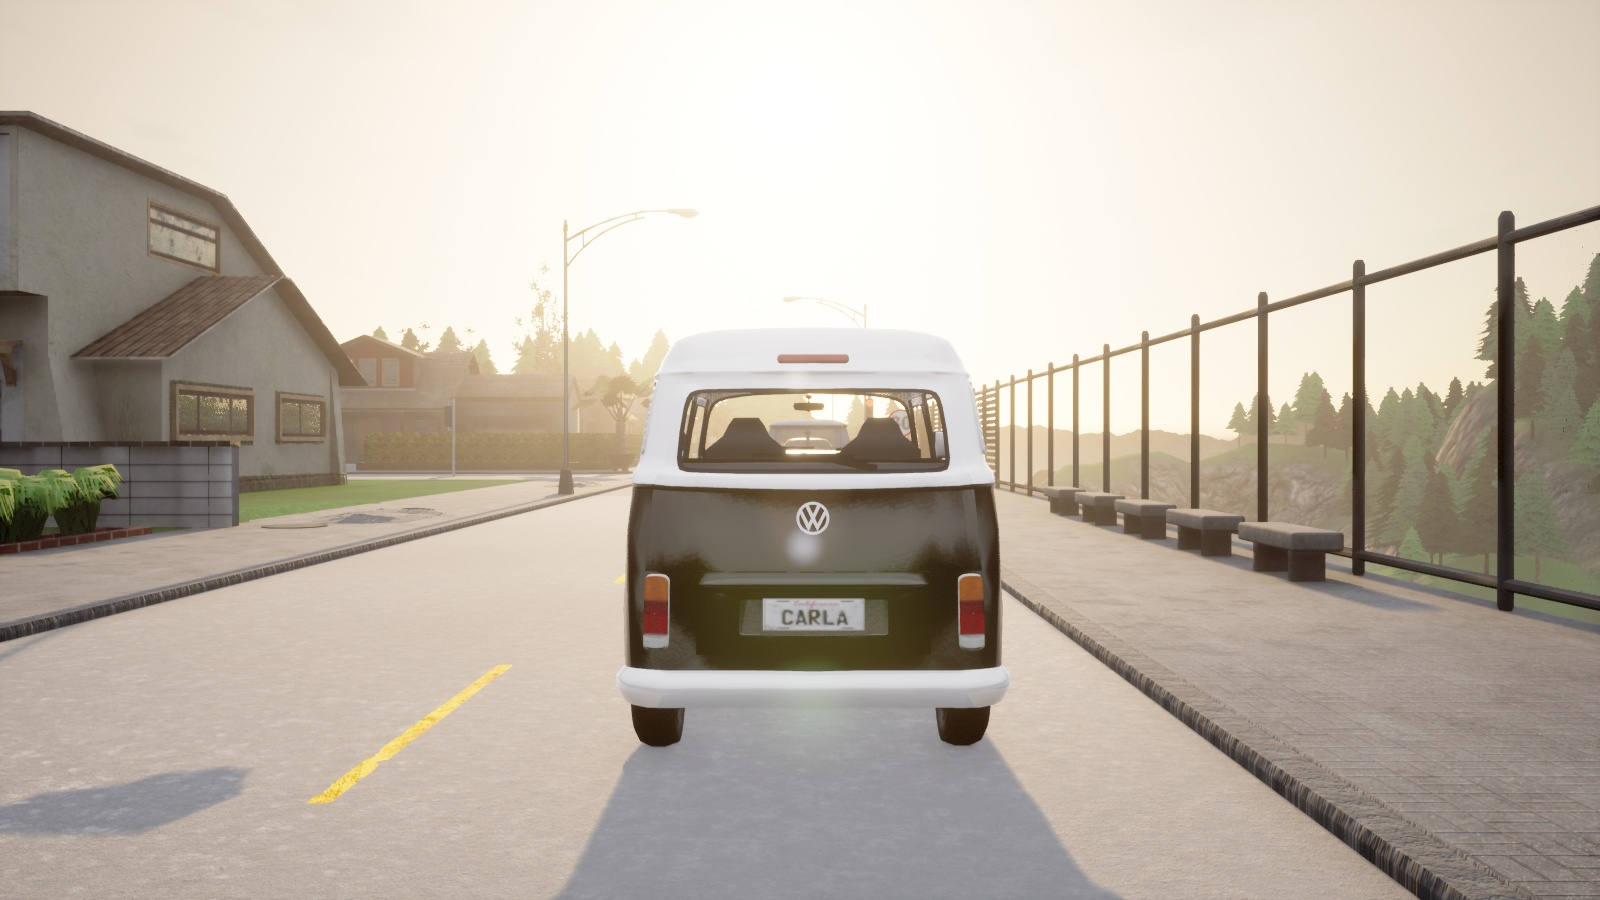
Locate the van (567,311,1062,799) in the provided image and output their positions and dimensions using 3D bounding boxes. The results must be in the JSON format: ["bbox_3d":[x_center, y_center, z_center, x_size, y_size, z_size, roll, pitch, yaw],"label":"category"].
[{"bbox_3d":[0.062,0.428,7.496,2.069,2.038,4.480,0,0,0],"label":"van"}]
